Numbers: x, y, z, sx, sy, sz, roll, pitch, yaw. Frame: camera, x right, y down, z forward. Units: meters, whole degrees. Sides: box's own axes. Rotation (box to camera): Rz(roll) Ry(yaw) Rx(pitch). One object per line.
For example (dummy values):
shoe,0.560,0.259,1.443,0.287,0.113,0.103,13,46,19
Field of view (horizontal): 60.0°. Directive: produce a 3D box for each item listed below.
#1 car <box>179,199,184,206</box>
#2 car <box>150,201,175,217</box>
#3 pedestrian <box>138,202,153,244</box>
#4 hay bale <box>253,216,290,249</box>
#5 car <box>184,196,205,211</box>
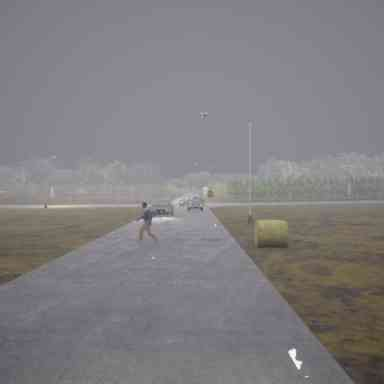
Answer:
car,0.067,1.331,49.494,2.128,1.511,4.902,0,1,37
car,-2.595,1.504,30.249,1.994,1.385,4.181,0,0,1
pedestrian,-1.962,1.280,13.989,0.375,1.860,0.375,-1,2,-10
hay bale,3.244,1.642,13.681,1.220,1.180,1.240,1,1,0
car,0.357,1.449,38.709,2.033,1.411,5.357,0,0,-1
